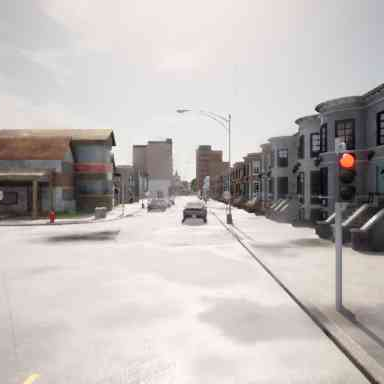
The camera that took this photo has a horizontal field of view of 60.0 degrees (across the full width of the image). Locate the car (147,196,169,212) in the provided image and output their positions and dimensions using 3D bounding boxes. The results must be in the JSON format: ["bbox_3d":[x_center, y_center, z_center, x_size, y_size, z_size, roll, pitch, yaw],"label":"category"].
[{"bbox_3d":[-4.090,1.505,39.237,1.837,1.490,4.892,0,0,0],"label":"car"}]

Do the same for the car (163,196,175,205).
[{"bbox_3d":[-4.041,1.525,58.792,1.812,1.442,4.674,0,0,1],"label":"car"}]

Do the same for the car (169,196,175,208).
[{"bbox_3d":[-4.079,1.547,48.987,2.033,1.411,5.357,0,0,0],"label":"car"}]

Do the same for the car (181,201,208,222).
[{"bbox_3d":[0.186,1.505,26.587,1.837,1.490,4.892,1,0,1],"label":"car"}]
